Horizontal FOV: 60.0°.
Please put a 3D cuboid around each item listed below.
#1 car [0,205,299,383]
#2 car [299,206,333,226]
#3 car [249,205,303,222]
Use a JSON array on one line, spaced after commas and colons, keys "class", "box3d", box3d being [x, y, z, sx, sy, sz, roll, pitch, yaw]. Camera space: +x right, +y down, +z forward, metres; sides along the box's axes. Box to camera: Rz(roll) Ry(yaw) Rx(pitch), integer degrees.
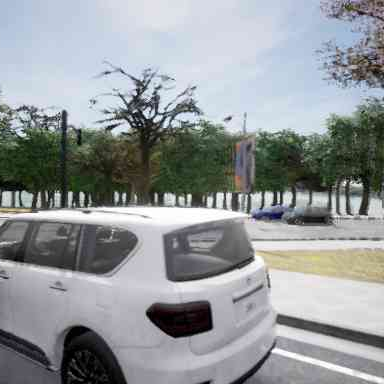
[{"class": "car", "box3d": [-1.613, 1.223, 4.842, 5.566, 2.045, 2.150, -1, 0, 36]}, {"class": "car", "box3d": [10.628, 2.127, 30.835, 4.553, 1.767, 2.097, 1, 1, -11]}, {"class": "car", "box3d": [8.500, 2.175, 33.728, 5.008, 1.535, 1.882, 1, 1, -11]}]
